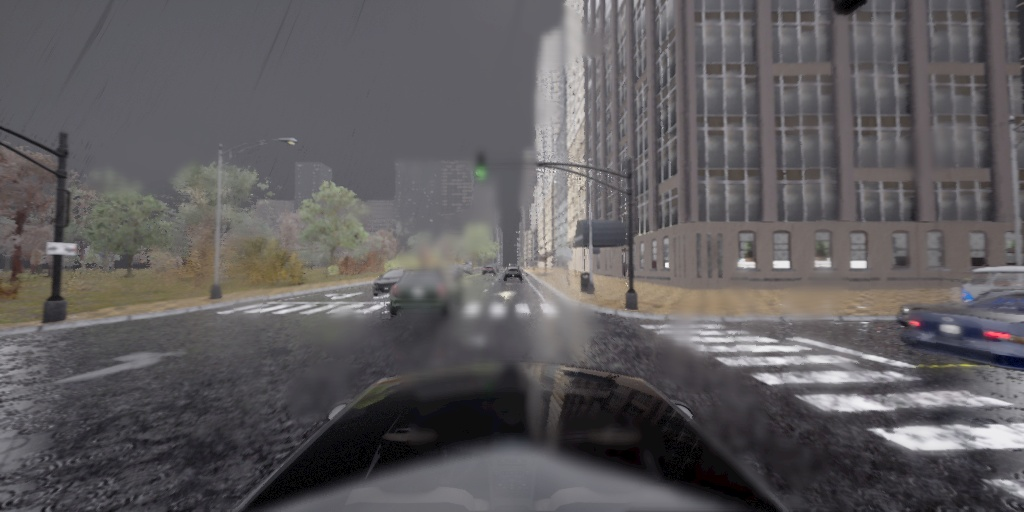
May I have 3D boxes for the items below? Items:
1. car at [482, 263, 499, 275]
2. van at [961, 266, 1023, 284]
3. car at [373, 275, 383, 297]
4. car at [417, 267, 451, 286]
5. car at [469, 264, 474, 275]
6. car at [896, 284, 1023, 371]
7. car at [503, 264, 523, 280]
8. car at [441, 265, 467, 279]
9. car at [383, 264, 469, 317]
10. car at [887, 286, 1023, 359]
[{"bbox_3d":[-3.227,1.944,51.442,1.837,1.490,4.892,0,-1,0],"label":"car"},{"bbox_3d":[15.946,1.196,10.598,3.998,1.789,1.690,0,0,-1],"label":"van"},{"bbox_3d":[-6.581,1.473,21.271,1.882,1.535,5.008,0,-1,0],"label":"car"},{"bbox_3d":[-6.556,1.684,30.488,1.994,1.385,4.181,0,-1,0],"label":"car"},{"bbox_3d":[-6.477,1.938,51.099,1.837,1.490,4.892,0,-1,0],"label":"car"},{"bbox_3d":[9.693,1.241,5.645,5.357,1.411,2.033,0,-2,6],"label":"car"},{"bbox_3d":[0.117,1.728,37.700,1.837,1.490,4.892,0,-1,0],"label":"car"},{"bbox_3d":[-6.482,1.760,40.686,2.128,1.511,4.902,0,-1,0],"label":"car"},{"bbox_3d":[-3.144,1.256,14.146,2.097,1.767,4.553,0,-1,0],"label":"car"},{"bbox_3d":[11.712,1.377,7.976,4.718,1.301,1.895,0,-2,0],"label":"car"}]
